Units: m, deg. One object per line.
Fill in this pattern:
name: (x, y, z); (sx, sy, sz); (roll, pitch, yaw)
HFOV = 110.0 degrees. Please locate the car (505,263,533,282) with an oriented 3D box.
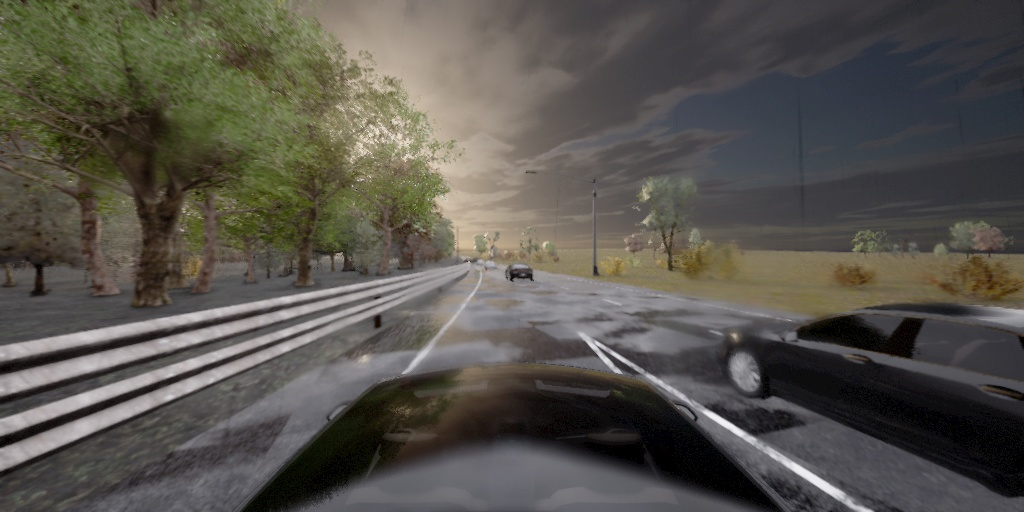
car: (0.528, 1.322, 30.492); (1.882, 1.535, 5.008); (0, 0, -8)

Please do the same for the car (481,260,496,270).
car: (-3.632, 1.474, 59.489); (1.812, 1.442, 4.674); (0, 0, -8)

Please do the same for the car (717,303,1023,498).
car: (4.373, 1.247, 3.717); (1.837, 1.490, 4.892); (0, 0, -8)
